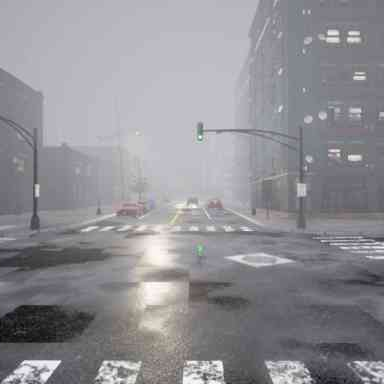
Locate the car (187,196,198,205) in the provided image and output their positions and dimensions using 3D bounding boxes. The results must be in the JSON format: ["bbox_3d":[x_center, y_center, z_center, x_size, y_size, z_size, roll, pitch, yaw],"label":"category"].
[{"bbox_3d":[0.114,1.519,58.041,1.837,1.490,4.892,0,0,0],"label":"car"}]

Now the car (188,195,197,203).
[{"bbox_3d":[0.133,1.495,68.465,1.882,1.535,5.008,0,0,0],"label":"car"}]

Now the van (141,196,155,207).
[{"bbox_3d":[-5.590,1.351,41.751,1.690,1.788,3.998,1,0,0],"label":"van"}]

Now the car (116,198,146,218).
[{"bbox_3d":[-5.693,1.552,30.382,1.887,1.381,4.507,1,0,0],"label":"car"}]

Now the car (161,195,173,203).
[{"bbox_3d":[-5.540,1.600,70.185,1.802,1.307,4.206,1,0,0],"label":"car"}]

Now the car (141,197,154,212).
[{"bbox_3d":[-5.606,1.553,36.064,1.887,1.381,4.507,1,0,0],"label":"car"}]

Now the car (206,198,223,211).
[{"bbox_3d":[2.787,1.450,41.796,1.967,1.590,4.097,1,0,0],"label":"car"}]
